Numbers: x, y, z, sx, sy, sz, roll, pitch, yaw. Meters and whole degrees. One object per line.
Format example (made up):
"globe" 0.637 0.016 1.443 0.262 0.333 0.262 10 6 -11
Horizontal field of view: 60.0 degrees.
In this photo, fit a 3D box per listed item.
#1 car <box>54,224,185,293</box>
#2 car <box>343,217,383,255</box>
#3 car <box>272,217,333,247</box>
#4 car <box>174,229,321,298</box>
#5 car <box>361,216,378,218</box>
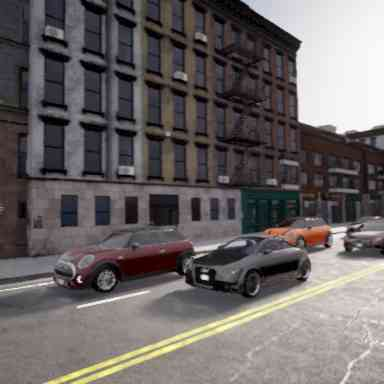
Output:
"car" -2.007 1.960 10.848 4.553 1.767 2.097 1 -4 -42
"car" 9.360 2.193 16.772 4.674 1.442 1.812 1 -4 -42
"car" 5.633 2.150 17.789 4.553 1.767 2.097 1 -4 -42
"car" 1.791 2.045 9.908 4.181 1.385 1.994 1 -4 -43
"car" 13.391 2.531 24.779 5.357 1.411 2.033 1 -4 -42
